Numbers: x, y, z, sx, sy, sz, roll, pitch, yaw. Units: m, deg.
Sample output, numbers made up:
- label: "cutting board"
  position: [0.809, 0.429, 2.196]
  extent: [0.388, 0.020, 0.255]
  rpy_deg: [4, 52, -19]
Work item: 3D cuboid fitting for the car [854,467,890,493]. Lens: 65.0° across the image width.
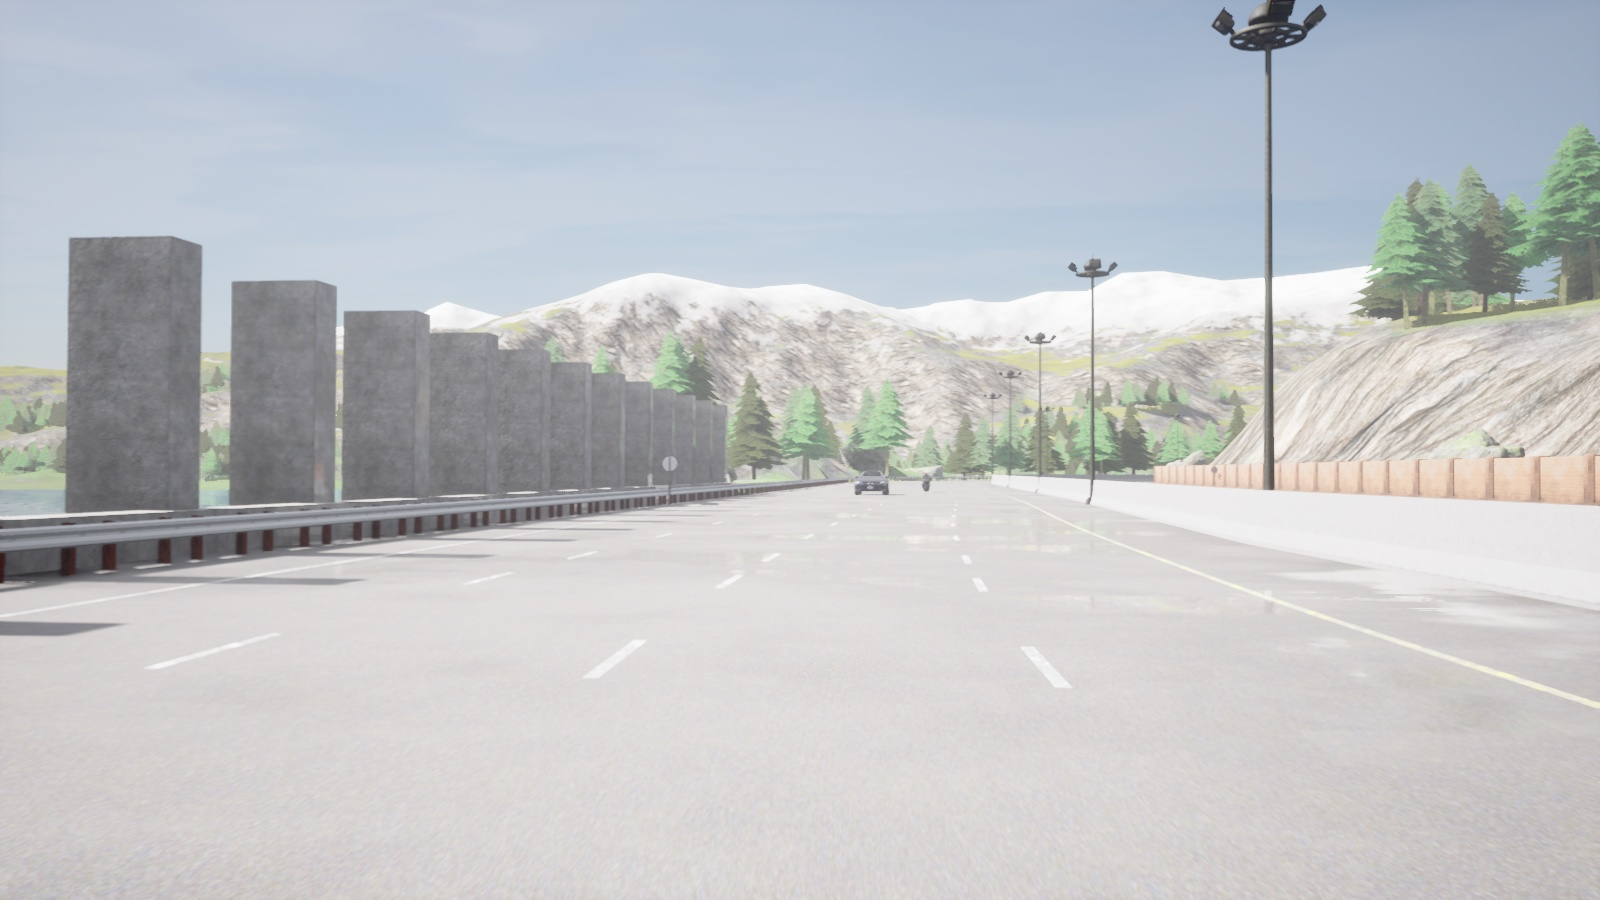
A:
- label: "car"
  position: [4.794, 1.963, 82.891]
  extent: [2.152, 1.651, 5.027]
  rpy_deg: [0, -1, 6]
